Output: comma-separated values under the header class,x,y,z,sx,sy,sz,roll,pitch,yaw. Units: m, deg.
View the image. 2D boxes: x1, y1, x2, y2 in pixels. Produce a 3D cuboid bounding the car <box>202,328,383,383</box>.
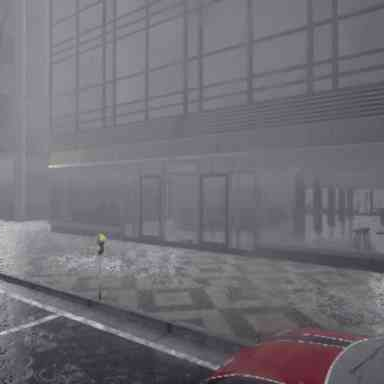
class,x,y,z,sx,sy,sz,roll,pitch,yaw
car,1.787,1.441,1.688,4.097,1.590,1.967,0,0,35
